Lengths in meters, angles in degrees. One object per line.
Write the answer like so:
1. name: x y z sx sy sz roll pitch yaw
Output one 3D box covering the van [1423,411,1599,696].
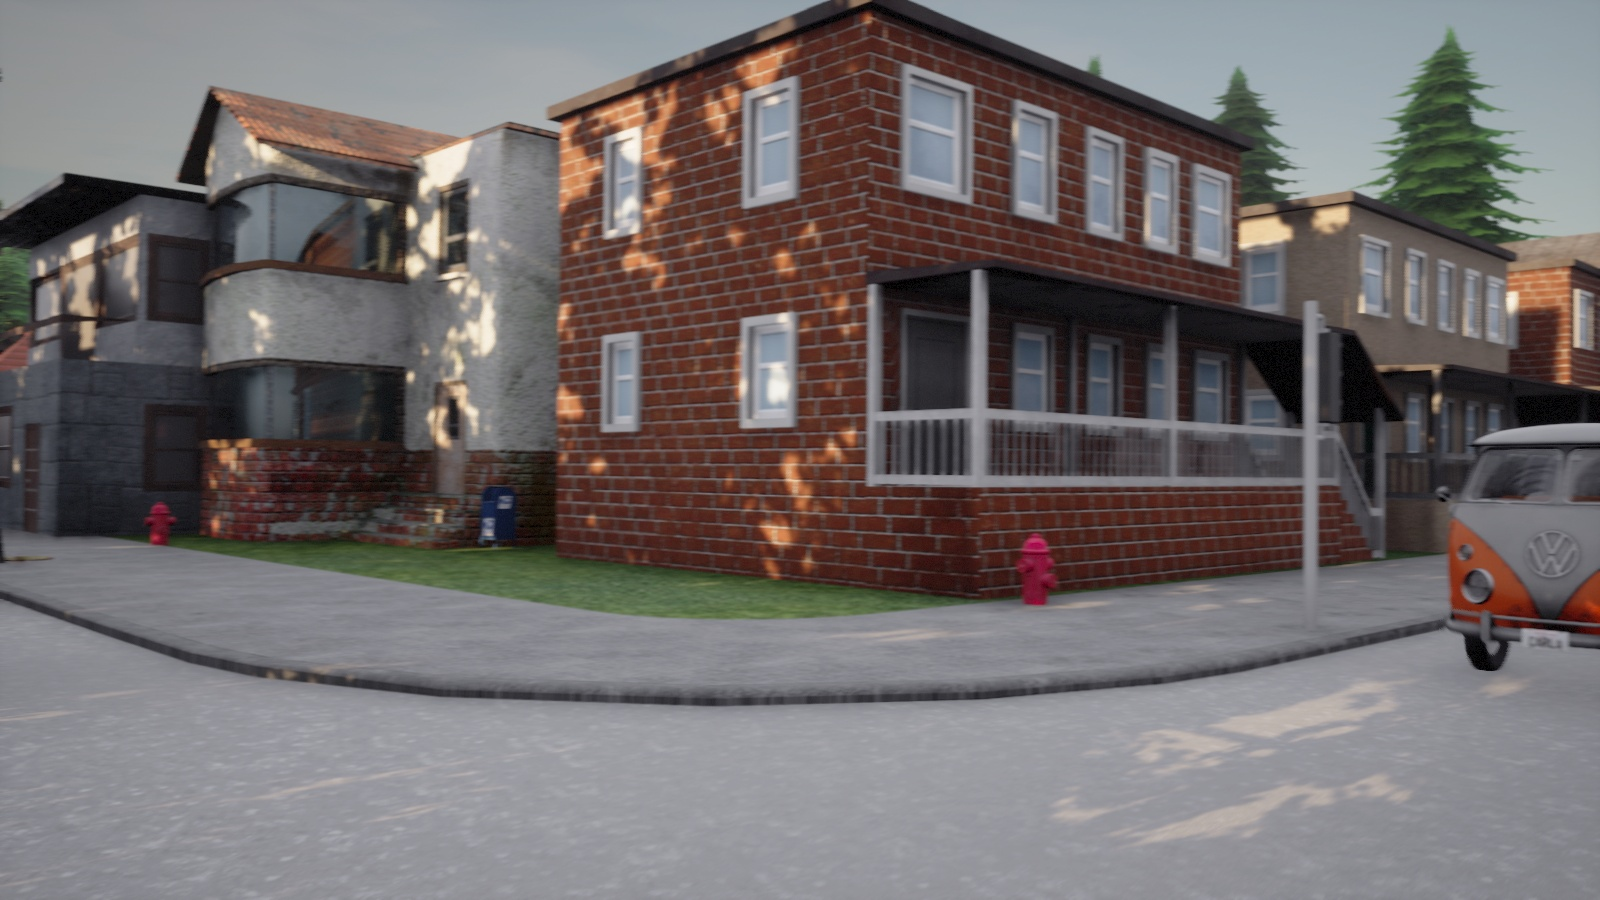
1. van: 7.016 0.755 10.509 4.442 1.987 1.775 1 -1 -43
